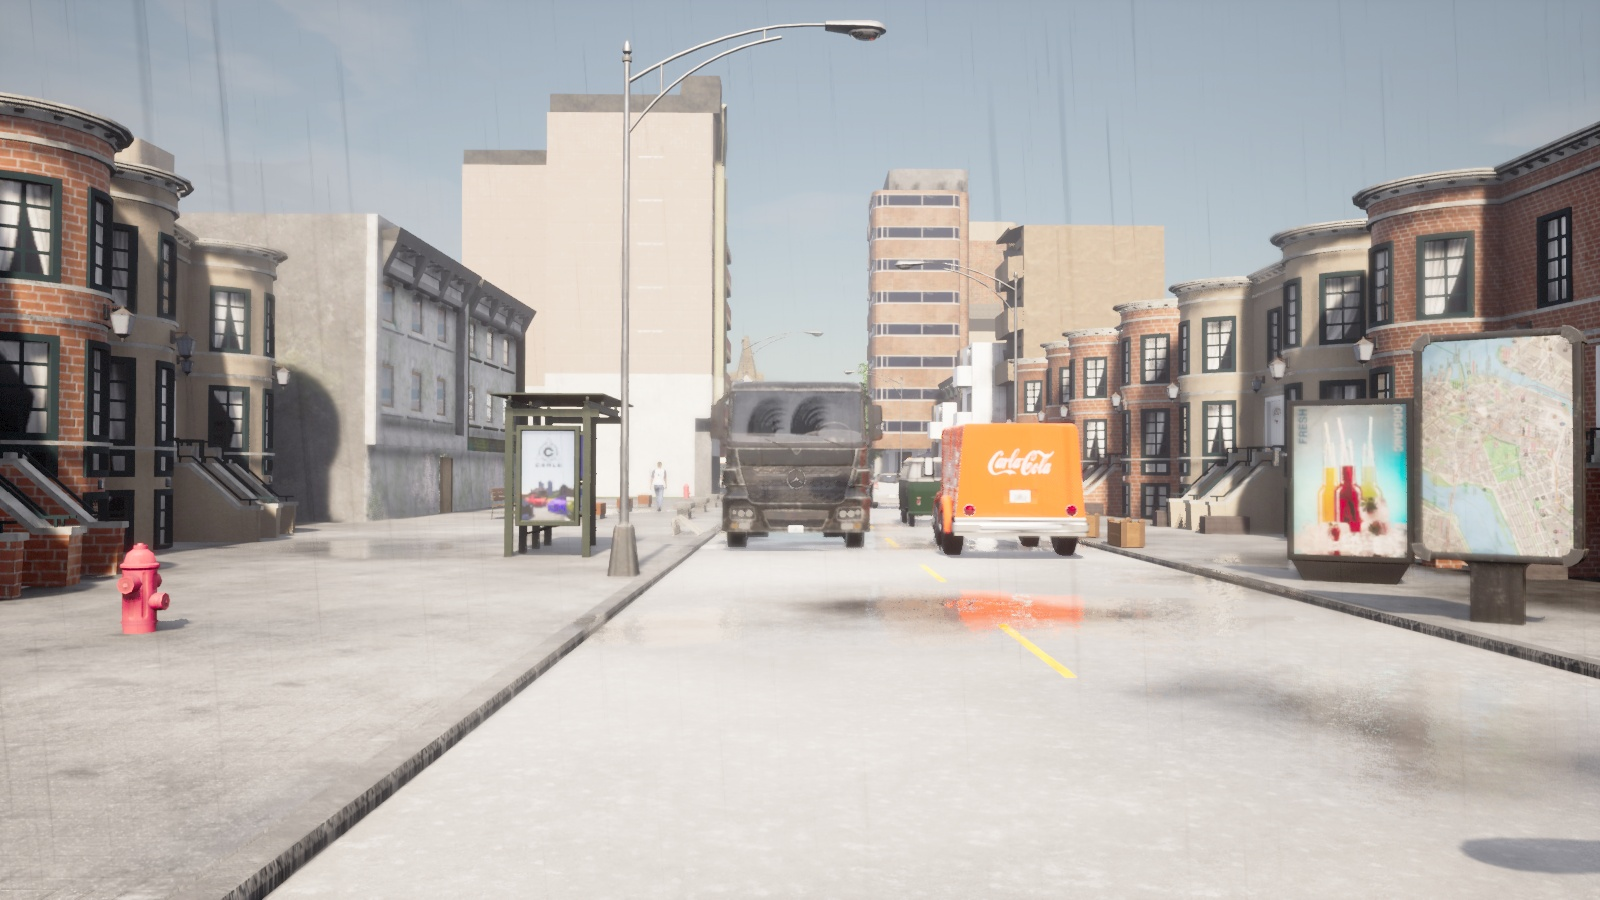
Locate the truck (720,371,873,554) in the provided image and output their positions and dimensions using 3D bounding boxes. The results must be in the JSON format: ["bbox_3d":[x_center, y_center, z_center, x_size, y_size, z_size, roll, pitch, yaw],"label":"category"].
[{"bbox_3d":[-0.076,0.298,27.778,2.891,3.462,7.936,0,-1,0],"label":"truck"}]

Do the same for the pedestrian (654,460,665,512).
[{"bbox_3d":[-5.026,1.296,44.855,0.354,1.836,0.706,0,-1,-3],"label":"pedestrian"}]

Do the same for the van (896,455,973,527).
[{"bbox_3d":[3.904,1.173,37.104,1.775,1.987,4.442,0,-1,0],"label":"van"}]

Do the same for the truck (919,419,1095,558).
[{"bbox_3d":[3.934,0.731,24.979,2.627,2.467,5.204,0,-1,0],"label":"truck"}]

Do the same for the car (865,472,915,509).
[{"bbox_3d":[3.848,1.721,54.208,1.845,1.501,3.633,0,-1,0],"label":"car"}]
